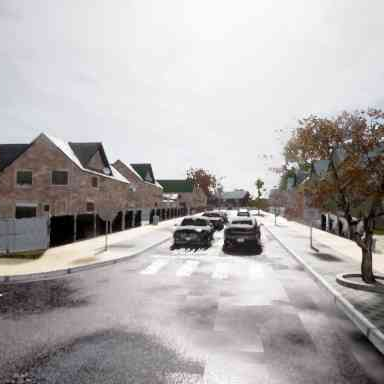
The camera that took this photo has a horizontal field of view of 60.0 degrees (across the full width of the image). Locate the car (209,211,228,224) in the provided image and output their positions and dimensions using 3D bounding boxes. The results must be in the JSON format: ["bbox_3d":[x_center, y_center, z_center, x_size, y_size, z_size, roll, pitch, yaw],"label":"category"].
[{"bbox_3d":[3.204,2.910,39.172,1.895,1.301,4.718,0,-2,9],"label":"car"}]

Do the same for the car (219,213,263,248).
[{"bbox_3d":[2.854,2.146,18.411,1.837,1.490,4.892,1,-2,12],"label":"car"}]

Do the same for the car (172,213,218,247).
[{"bbox_3d":[0.172,2.129,18.571,1.837,1.490,4.892,0,-2,8],"label":"car"}]

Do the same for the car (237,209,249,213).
[{"bbox_3d":[8.084,3.362,52.221,1.994,1.385,4.181,0,-2,9],"label":"car"}]

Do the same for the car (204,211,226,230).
[{"bbox_3d":[1.703,2.442,28.987,1.882,1.535,5.008,0,-2,8],"label":"car"}]
